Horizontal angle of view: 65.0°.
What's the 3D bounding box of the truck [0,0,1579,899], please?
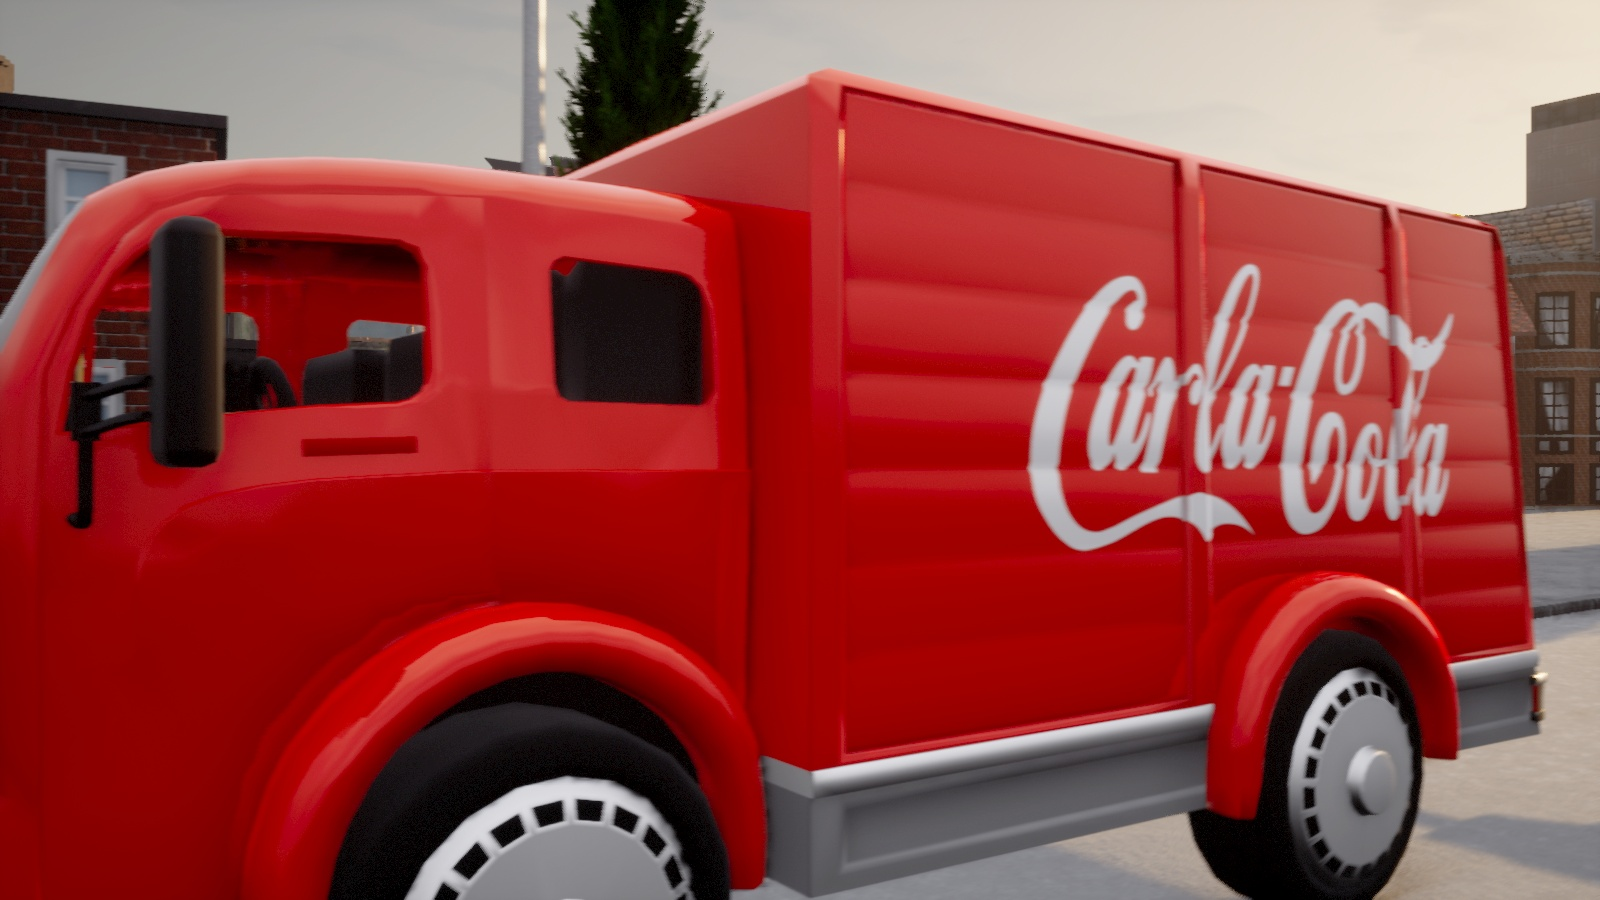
[{"bbox_3d":[0.019,0.269,4.282,5.204,2.467,2.627,0,0,-35],"label":"truck"}]
